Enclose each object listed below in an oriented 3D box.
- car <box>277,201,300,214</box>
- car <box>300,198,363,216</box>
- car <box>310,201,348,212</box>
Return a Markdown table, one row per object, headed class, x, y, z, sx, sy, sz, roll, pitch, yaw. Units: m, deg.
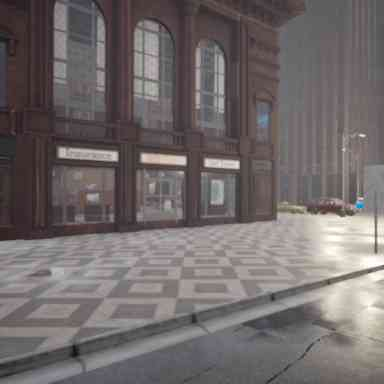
| class | x | y | z | sx | sy | sz | roll | pitch | yaw |
| --- | --- | --- | --- | --- | --- | --- | --- | --- | --- |
| car | 10.875 | 1.781 | 38.096 | 1.752 | 1.417 | 4.829 | -1 | 0 | -35 |
| car | 14.019 | 1.505 | 33.641 | 2.192 | 1.841 | 5.009 | -1 | 0 | -35 |
| car | 17.736 | 1.875 | 43.159 | 1.802 | 1.307 | 4.206 | -1 | 0 | -35 |
